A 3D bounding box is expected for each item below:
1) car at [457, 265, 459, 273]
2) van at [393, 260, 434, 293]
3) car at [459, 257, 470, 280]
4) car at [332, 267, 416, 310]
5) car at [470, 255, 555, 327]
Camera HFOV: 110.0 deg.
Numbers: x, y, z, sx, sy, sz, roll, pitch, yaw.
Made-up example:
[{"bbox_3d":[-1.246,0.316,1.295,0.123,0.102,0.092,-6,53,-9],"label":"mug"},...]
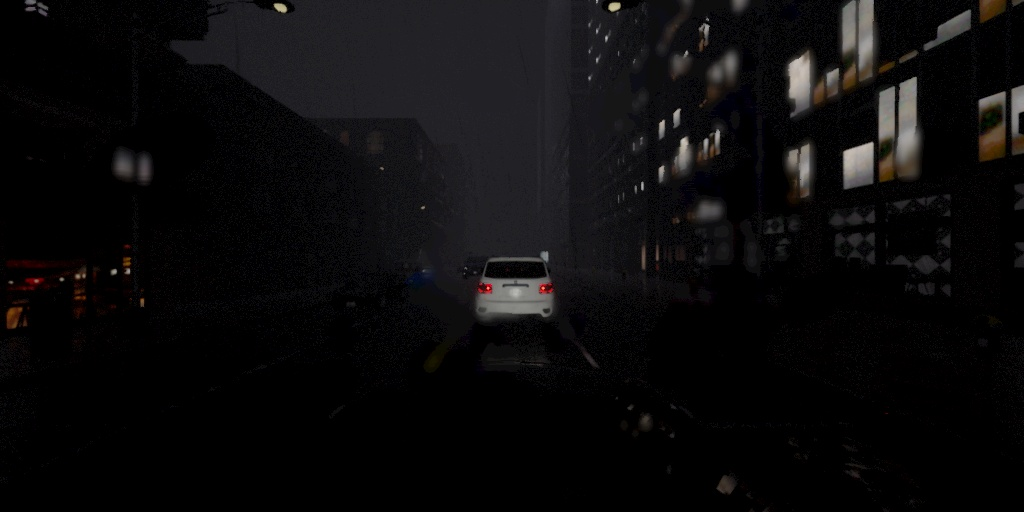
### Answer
[{"bbox_3d":[-5.549,1.370,43.024,1.802,1.307,4.207,0,0,0],"label":"car"},{"bbox_3d":[-5.627,1.106,20.431,1.690,1.789,3.998,0,0,0],"label":"van"},{"bbox_3d":[-2.998,0.996,31.960,2.150,2.045,5.566,0,0,0],"label":"car"},{"bbox_3d":[-5.647,1.326,14.782,1.948,1.339,4.313,0,0,0],"label":"car"},{"bbox_3d":[0.114,0.982,11.739,2.150,2.045,5.566,0,0,0],"label":"car"}]
